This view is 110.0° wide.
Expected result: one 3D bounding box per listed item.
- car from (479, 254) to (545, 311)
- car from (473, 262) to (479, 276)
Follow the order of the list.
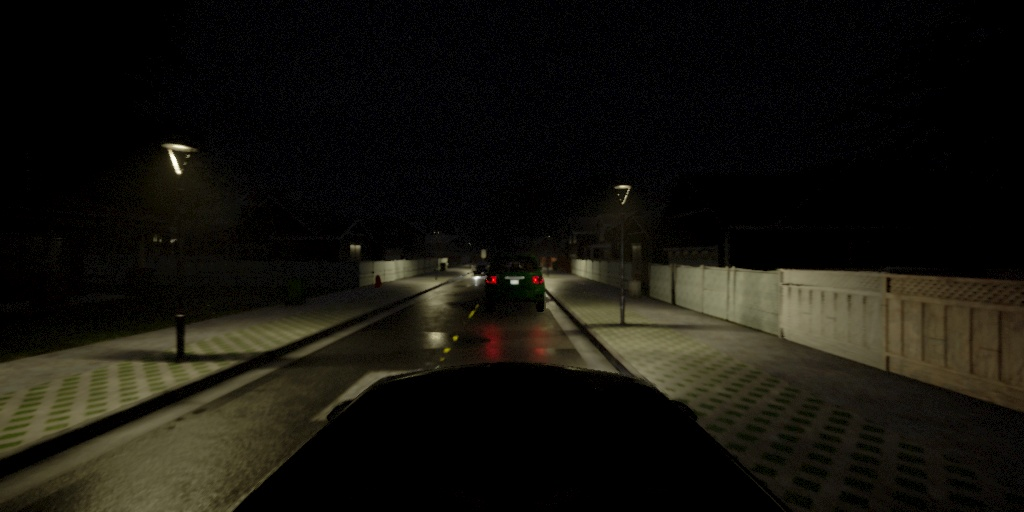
[{"bbox_3d":[0.093,0.958,14.563,2.150,2.045,5.566,0,0,0],"label":"car"},{"bbox_3d":[-2.850,1.251,36.858,2.033,1.411,5.357,0,0,0],"label":"car"}]
